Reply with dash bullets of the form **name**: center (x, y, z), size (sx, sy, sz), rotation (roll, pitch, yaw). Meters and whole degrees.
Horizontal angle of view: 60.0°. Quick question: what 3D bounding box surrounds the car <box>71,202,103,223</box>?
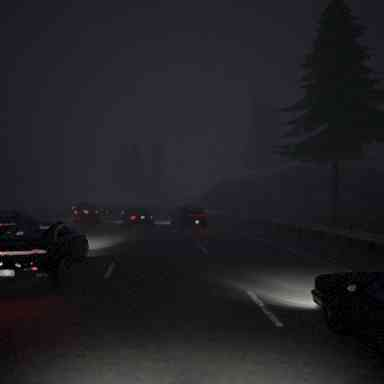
- **car**: center (-9.108, 1.661, 28.326), size (2.097, 1.767, 4.553), rotation (0, -1, -20)

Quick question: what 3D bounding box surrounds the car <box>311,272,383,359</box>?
- **car**: center (3.281, 1.574, 3.803), size (2.033, 1.411, 5.357), rotation (0, -1, -4)

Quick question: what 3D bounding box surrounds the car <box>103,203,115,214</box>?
- **car**: center (-10.994, 2.037, 40.706), size (1.895, 1.301, 4.718), rotation (0, -1, -29)

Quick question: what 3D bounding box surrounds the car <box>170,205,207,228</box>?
- **car**: center (-0.333, 1.743, 24.250), size (1.837, 1.490, 4.892), rotation (0, -1, -16)

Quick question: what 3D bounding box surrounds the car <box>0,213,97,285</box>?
- **car**: center (-4.368, 1.603, 9.766), size (2.128, 1.511, 4.902), rotation (0, -1, -7)

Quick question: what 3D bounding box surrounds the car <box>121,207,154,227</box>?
- **car**: center (-4.143, 1.806, 24.955), size (2.033, 1.411, 5.357), rotation (0, -1, -18)

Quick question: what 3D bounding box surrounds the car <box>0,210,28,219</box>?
- **car**: center (-9.231, 1.691, 17.002), size (2.128, 1.511, 4.902), rotation (0, -1, -13)
